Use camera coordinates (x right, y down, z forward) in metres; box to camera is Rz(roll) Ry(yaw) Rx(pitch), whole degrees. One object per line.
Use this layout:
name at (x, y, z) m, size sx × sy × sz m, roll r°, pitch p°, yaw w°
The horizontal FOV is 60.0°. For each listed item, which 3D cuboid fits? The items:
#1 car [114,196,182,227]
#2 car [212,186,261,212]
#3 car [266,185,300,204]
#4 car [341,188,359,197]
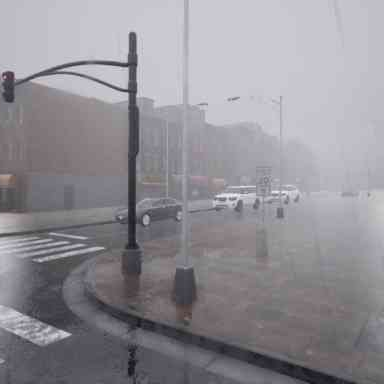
car at (-2.302, 1.050, 19.340) m, size 1.837 × 1.490 × 4.892 m, roll 0°, pitch 2°, yaw 36°
car at (3.899, 0.491, 28.032) m, size 2.150 × 2.045 × 5.566 m, roll 0°, pitch 2°, yaw 35°
car at (10.166, 0.224, 36.795) m, size 2.150 × 2.045 × 5.566 m, roll 0°, pitch 2°, yaw 35°
car at (24.995, 0.089, 52.520) m, size 2.033 × 1.411 × 5.357 m, roll 0°, pitch 2°, yaw 35°
